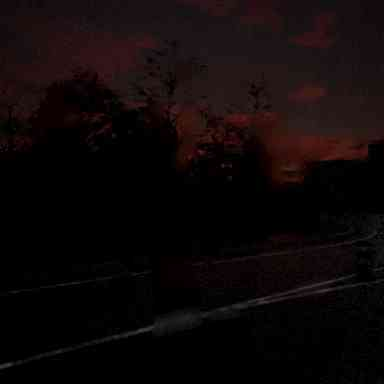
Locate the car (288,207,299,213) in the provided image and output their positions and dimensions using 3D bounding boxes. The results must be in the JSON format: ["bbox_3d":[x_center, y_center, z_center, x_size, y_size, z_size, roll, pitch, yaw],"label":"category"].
[{"bbox_3d":[23.263,4.397,78.728,2.002,1.452,4.674,4,-5,-27],"label":"car"}]
